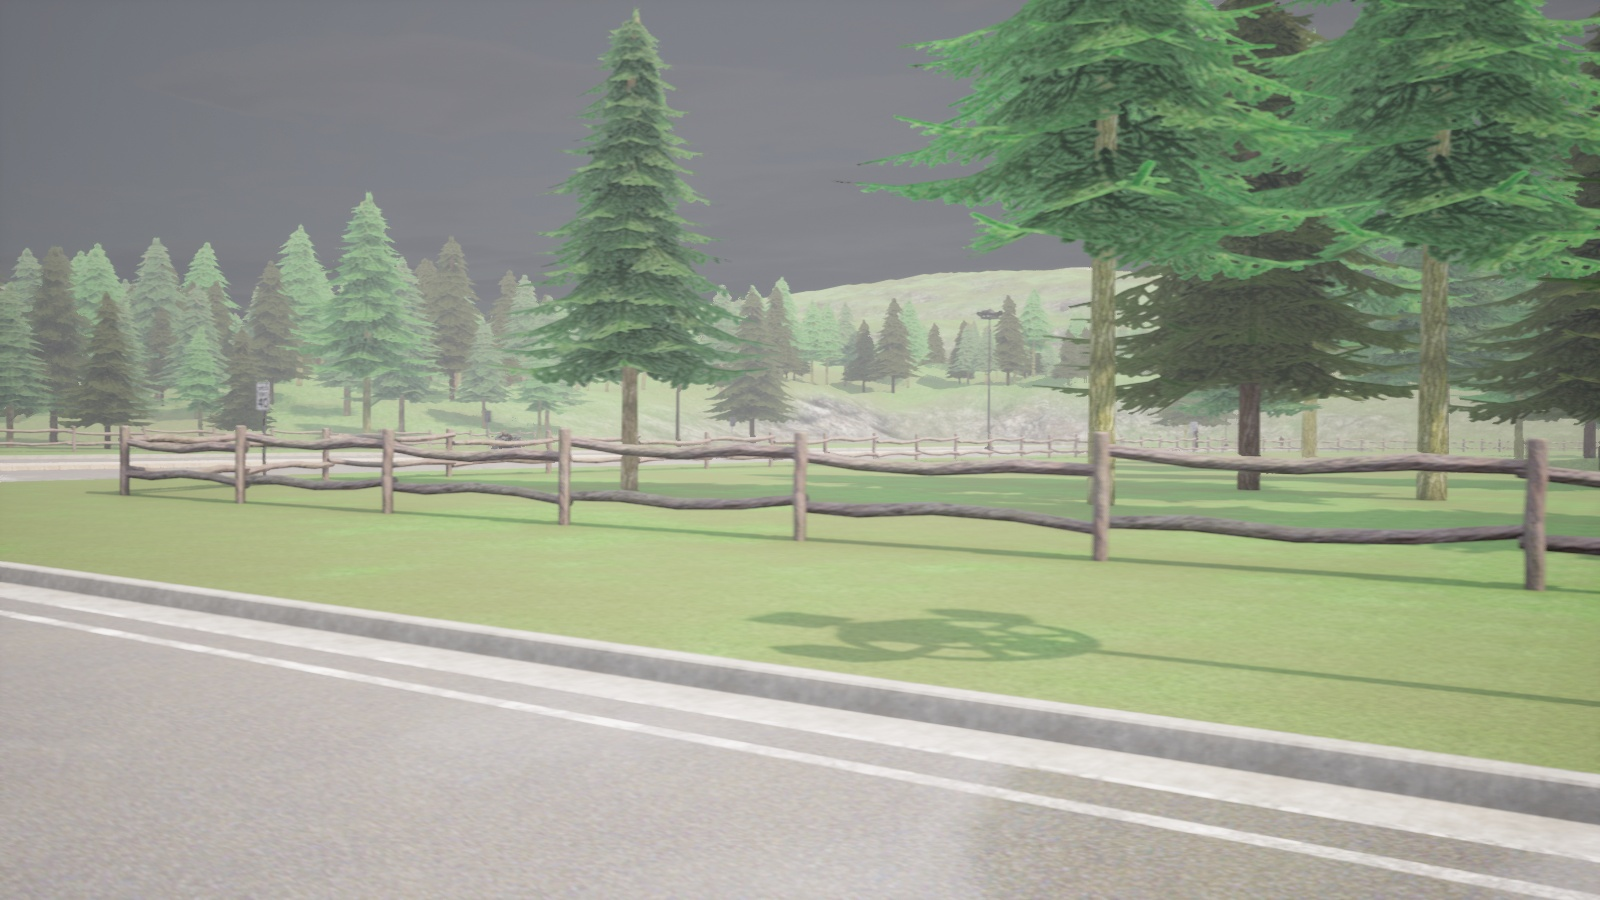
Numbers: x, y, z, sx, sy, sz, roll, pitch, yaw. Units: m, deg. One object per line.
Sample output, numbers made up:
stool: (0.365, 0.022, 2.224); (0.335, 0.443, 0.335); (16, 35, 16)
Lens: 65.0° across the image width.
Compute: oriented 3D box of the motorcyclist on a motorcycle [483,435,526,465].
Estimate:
motorcyclist on a motorcycle: (-15.785, -0.007, 67.144); (0.866, 1.530, 2.191); (0, 1, 33)
